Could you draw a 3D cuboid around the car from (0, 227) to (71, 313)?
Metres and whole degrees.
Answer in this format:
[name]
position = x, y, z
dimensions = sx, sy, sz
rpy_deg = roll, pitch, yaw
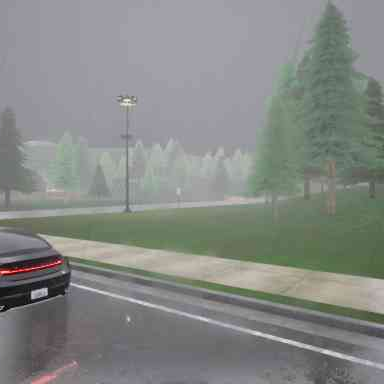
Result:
[car]
position = -4.605, 1.505, 7.153
dimensions = 4.892, 1.490, 1.837
rpy_deg = 0, 0, 35
